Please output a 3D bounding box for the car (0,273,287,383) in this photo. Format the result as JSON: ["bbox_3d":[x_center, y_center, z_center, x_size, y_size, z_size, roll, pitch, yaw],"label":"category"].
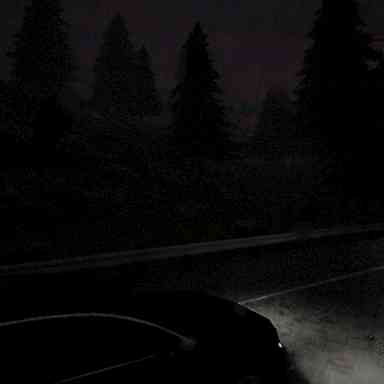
[{"bbox_3d":[-1.253,1.501,2.784,4.892,1.490,1.837,0,0,-35],"label":"car"}]
